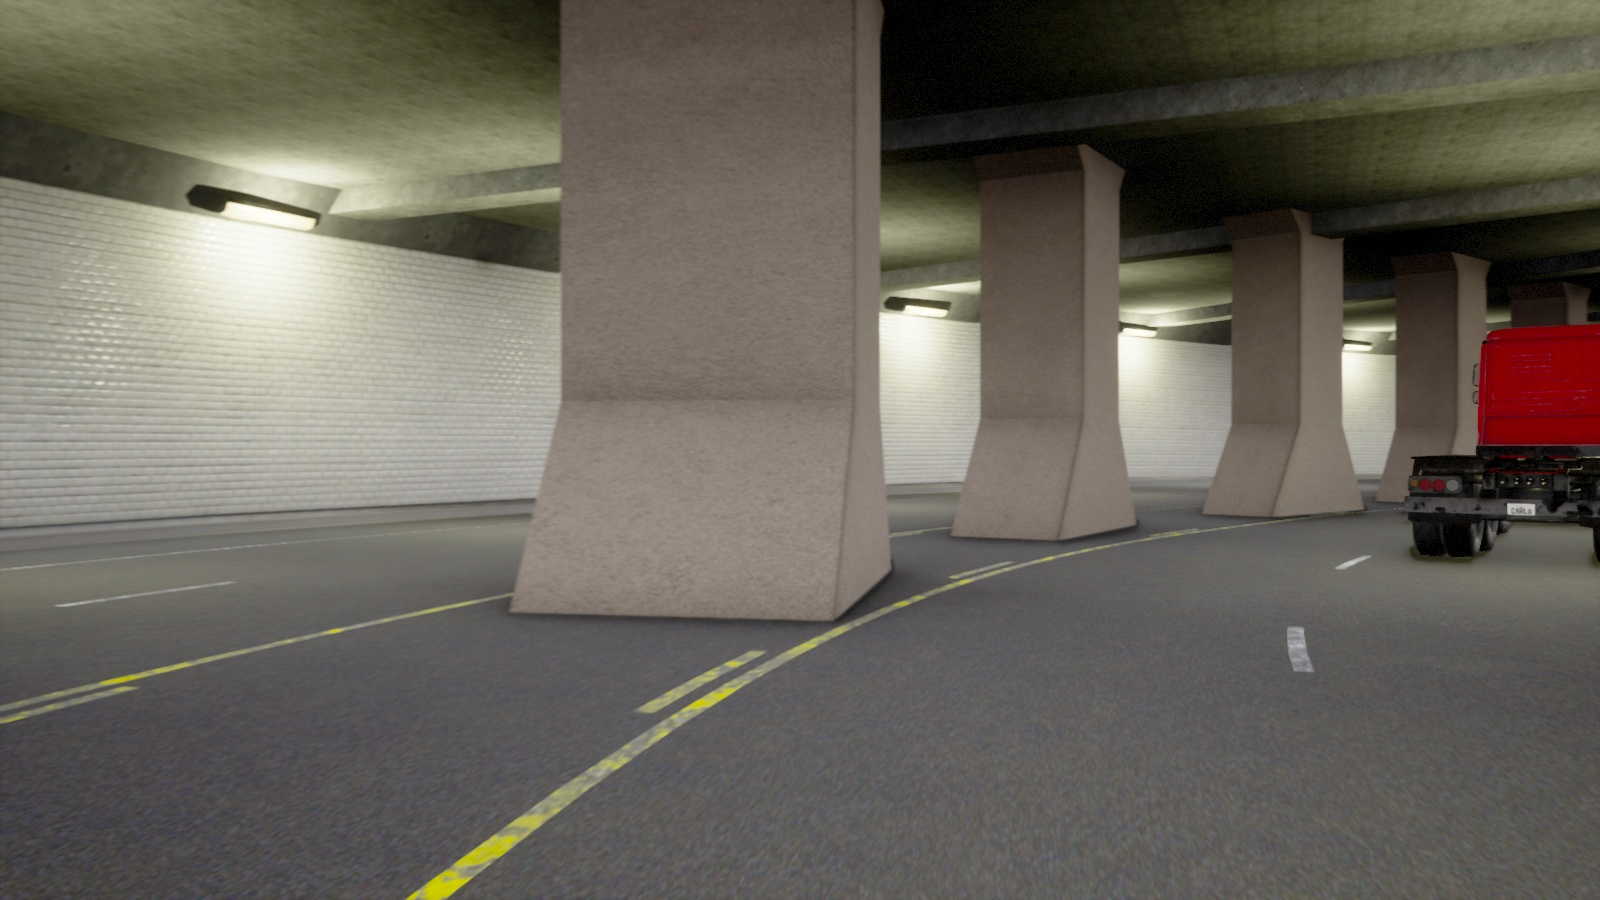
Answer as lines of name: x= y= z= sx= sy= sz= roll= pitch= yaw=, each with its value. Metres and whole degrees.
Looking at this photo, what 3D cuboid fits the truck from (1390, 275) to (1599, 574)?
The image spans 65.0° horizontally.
truck: x=11.041 y=-0.315 z=18.199 sx=2.891 sy=3.462 sz=7.936 roll=0 pitch=0 yaw=37
